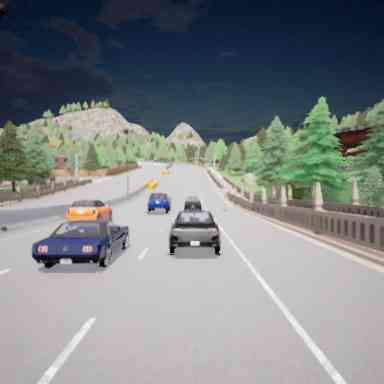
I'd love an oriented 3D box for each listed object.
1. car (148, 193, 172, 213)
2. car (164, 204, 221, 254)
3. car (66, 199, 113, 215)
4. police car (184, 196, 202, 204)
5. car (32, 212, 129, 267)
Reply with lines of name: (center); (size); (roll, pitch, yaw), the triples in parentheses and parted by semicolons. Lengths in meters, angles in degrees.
car: (-3.400, 1.111, 35.435); (2.150, 2.045, 5.566); (0, 0, 0)
car: (0.099, 1.455, 13.256); (2.128, 1.511, 4.902); (0, 0, 0)
car: (-6.900, 1.288, 22.797); (2.097, 1.767, 4.553); (0, 0, 0)
police car: (0.099, 1.311, 37.490); (1.930, 1.638, 5.238); (0, 0, 0)
car: (-3.400, 1.572, 11.211); (1.895, 1.301, 4.718); (0, 0, 0)
